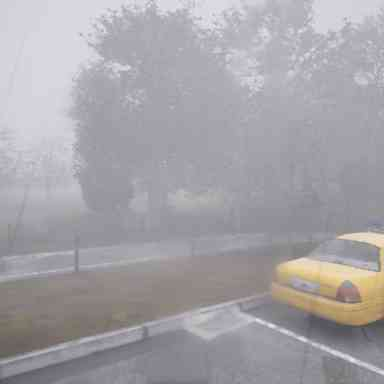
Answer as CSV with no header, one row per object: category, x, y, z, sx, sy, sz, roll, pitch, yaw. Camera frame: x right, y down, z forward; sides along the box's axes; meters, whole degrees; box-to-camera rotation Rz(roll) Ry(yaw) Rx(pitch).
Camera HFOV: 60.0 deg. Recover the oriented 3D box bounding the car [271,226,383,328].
car,4.002,1.487,6.899,5.366,1.575,1.946,-1,0,-33
